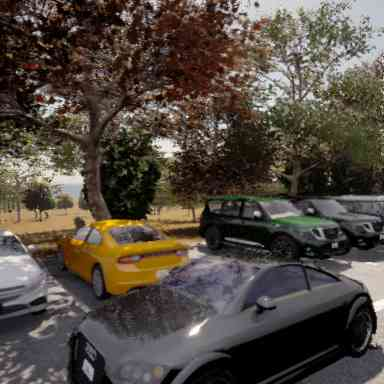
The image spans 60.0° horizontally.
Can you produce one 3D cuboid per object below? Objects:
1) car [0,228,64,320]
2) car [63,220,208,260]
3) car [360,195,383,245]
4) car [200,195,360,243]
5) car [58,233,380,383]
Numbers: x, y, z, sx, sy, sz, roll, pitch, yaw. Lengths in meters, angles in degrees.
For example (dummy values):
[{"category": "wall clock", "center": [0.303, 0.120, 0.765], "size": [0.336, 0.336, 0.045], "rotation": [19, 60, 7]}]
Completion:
[{"category": "car", "center": [-4.385, 1.522, 6.937], "size": [2.002, 1.452, 4.674], "rotation": [0, 0, -35]}, {"category": "car", "center": [-2.023, 1.465, 8.610], "size": [2.097, 1.535, 5.008], "rotation": [0, 0, -35]}, {"category": "car", "center": [4.759, 1.166, 13.413], "size": [2.435, 2.045, 5.566], "rotation": [0, 0, -35]}, {"category": "car", "center": [2.503, 1.182, 11.806], "size": [2.435, 2.045, 5.566], "rotation": [0, 0, -35]}, {"category": "car", "center": [0.605, 1.549, 4.423], "size": [4.181, 1.385, 1.994], "rotation": [0, 0, -35]}]
